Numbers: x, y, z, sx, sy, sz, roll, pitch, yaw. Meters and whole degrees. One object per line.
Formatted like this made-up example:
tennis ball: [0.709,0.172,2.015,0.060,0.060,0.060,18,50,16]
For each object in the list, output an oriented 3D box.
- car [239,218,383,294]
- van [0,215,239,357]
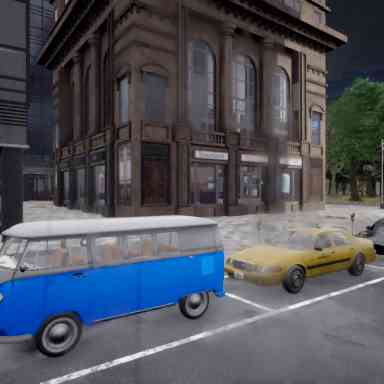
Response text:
car: [3.005,1.525,8.789,4.829,1.417,1.752,0,0,-35]
van: [-1.286,1.341,5.733,3.998,1.788,1.690,0,0,-35]
